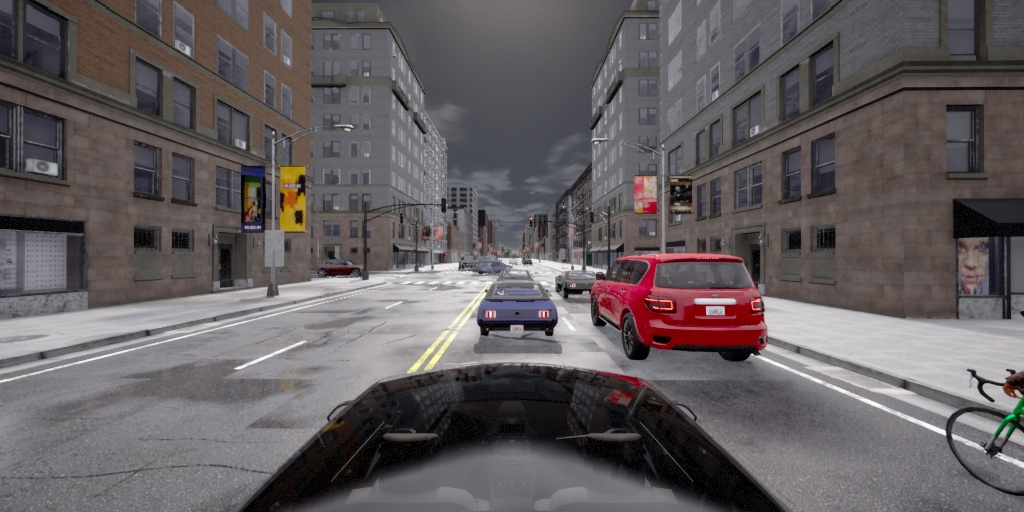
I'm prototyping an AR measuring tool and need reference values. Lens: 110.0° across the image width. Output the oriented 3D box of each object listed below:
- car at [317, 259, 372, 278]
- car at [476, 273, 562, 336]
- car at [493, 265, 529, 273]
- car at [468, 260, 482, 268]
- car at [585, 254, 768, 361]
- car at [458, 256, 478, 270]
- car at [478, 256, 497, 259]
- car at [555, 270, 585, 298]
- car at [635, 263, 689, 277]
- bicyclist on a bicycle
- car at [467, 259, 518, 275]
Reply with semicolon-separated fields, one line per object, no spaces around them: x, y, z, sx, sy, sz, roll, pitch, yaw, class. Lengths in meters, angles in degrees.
-15.692;1.092;33.770;4.553;1.767;2.097;0;0;1;car
0.130;1.352;10.359;1.895;1.301;4.718;0;0;0;car
0.164;1.355;19.464;1.895;1.301;4.718;0;0;0;car
-6.351;1.335;61.471;1.994;1.385;4.181;0;0;0;car
3.347;0.972;8.434;2.150;2.045;5.566;0;0;2;car
-6.401;0.990;52.065;2.150;2.045;5.566;0;0;0;car
-3.127;0.990;51.765;2.150;2.045;5.566;0;0;2;car
3.309;1.355;18.202;1.895;1.301;4.718;0;0;0;car
15.190;1.411;36.485;4.718;1.301;1.895;0;0;0;car
4.149;1.203;2.612;0.582;1.620;1.656;0;0;0;bicyclist on a bicycle
-1.961;1.316;39.030;2.033;1.411;5.357;0;0;40;car
